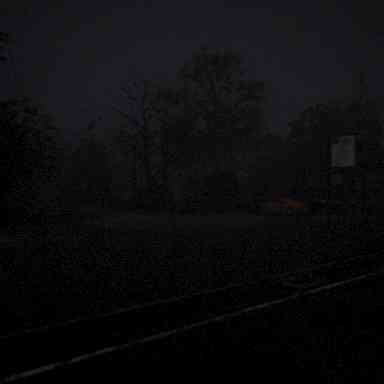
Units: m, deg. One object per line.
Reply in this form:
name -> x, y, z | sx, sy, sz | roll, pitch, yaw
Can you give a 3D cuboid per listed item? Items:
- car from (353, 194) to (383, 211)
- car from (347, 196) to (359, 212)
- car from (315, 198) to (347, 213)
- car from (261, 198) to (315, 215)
car -> 20.477, 1.362, 41.050 | 2.185, 1.767, 4.553 | 1, 0, -35
car -> 15.922, 1.494, 37.845 | 2.002, 1.452, 4.674 | 0, 0, -35
car -> 13.650, 1.441, 36.231 | 2.097, 1.535, 5.008 | 0, 0, -35
car -> 9.120, 1.428, 32.994 | 2.097, 1.535, 5.008 | 0, 0, -35
